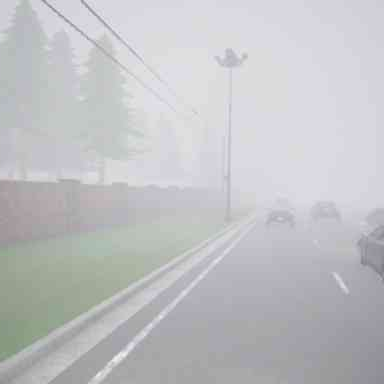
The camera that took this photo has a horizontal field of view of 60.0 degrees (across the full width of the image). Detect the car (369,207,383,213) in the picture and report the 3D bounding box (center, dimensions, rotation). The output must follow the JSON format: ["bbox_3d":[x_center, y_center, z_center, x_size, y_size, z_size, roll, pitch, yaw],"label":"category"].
[{"bbox_3d":[13.264,1.745,22.548,2.033,1.411,5.357,1,0,16],"label":"car"}]

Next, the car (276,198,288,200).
[{"bbox_3d":[11.204,1.470,41.231,2.097,1.767,4.553,1,0,16],"label":"car"}]

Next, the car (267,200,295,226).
[{"bbox_3d":[6.404,1.592,24.045,1.812,1.442,4.674,1,0,15],"label":"car"}]

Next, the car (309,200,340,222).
[{"bbox_3d":[11.292,1.500,28.498,2.097,1.767,4.553,1,0,16],"label":"car"}]

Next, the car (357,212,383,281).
[{"bbox_3d":[5.810,1.566,8.834,1.882,1.535,5.008,1,0,16],"label":"car"}]
